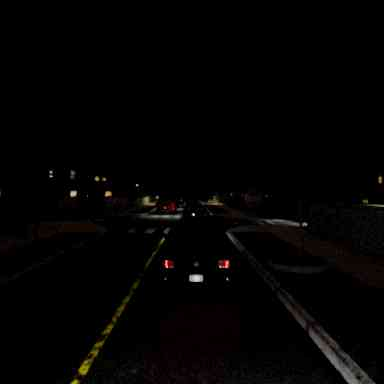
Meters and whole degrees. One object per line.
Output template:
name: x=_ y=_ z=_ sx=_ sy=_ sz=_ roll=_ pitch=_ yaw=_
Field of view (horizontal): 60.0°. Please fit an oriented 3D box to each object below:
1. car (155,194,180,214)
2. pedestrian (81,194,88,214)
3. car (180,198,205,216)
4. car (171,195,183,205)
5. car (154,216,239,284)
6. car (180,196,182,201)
car: x=-2.841 y=1.294 z=37.335 sx=2.150 sy=2.045 sz=5.566 roll=0 pitch=0 yaw=0
pedestrian: x=-9.622 y=1.071 z=29.742 sx=0.375 sy=1.860 sz=0.375 roll=0 pitch=-2 yaw=0
car: x=0.119 y=1.602 z=30.419 sx=1.837 sy=1.490 sz=4.892 roll=0 pitch=1 yaw=0
car: x=-2.778 y=1.526 z=62.835 sx=2.097 sy=1.767 sz=4.553 roll=0 pitch=0 yaw=1
car: x=0.100 y=1.612 z=9.537 sx=1.895 sy=1.301 sz=4.718 roll=0 pitch=0 yaw=0
car: x=-2.830 y=1.617 z=49.125 sx=1.837 sy=1.490 sz=4.892 roll=0 pitch=0 yaw=0
